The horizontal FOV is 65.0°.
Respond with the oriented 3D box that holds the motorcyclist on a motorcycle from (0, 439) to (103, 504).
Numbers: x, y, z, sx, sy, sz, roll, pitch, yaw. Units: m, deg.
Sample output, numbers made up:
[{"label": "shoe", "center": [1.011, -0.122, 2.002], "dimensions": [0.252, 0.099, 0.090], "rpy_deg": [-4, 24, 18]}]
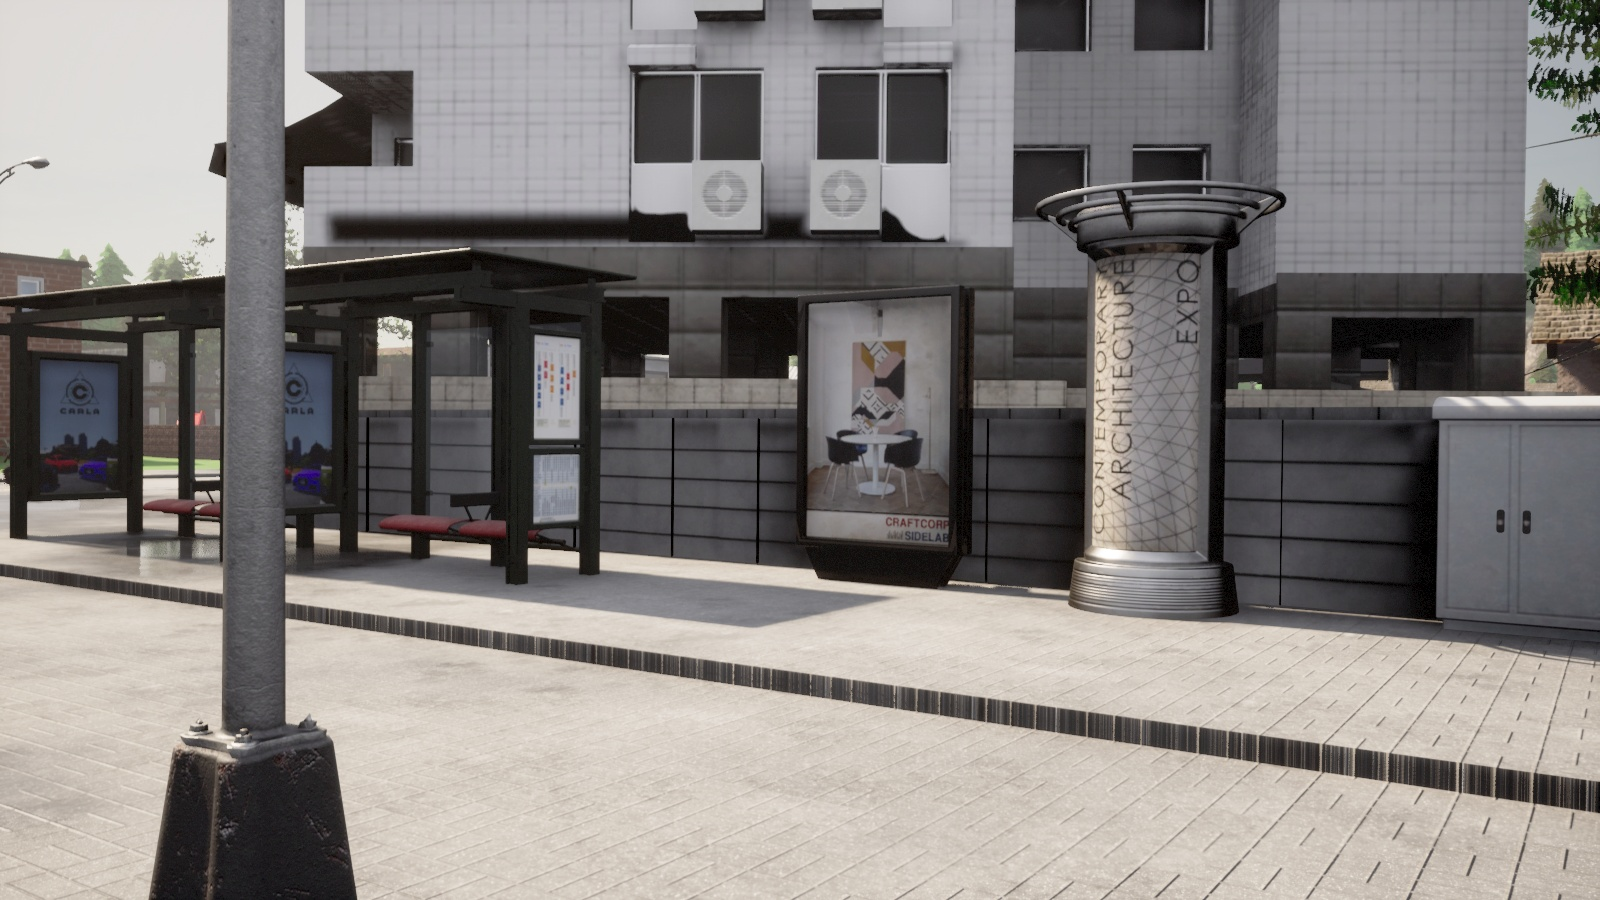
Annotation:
[{"label": "motorcyclist on a motorcycle", "center": [-18.585, 0.496, 31.054], "dimensions": [0.866, 1.530, 2.191], "rpy_deg": [0, 1, 34]}]
